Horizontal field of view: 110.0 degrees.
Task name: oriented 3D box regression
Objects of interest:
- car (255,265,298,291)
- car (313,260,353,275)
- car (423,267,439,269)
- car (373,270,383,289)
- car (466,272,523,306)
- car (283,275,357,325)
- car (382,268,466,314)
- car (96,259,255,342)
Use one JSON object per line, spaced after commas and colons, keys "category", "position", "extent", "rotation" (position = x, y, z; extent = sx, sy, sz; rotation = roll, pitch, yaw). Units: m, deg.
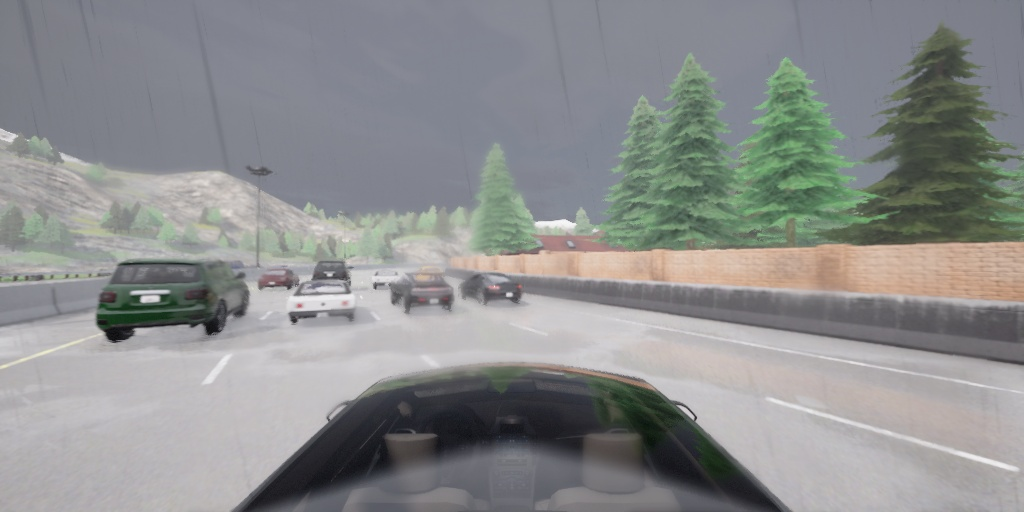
{"category": "car", "position": [-16.321, 1.612, 25.313], "extent": [1.812, 1.442, 4.674], "rotation": [0, -1, -21]}
{"category": "car", "position": [-12.488, 1.309, 25.107], "extent": [2.150, 2.045, 5.566], "rotation": [0, -1, -22]}
{"category": "car", "position": [-6.899, 1.640, 30.051], "extent": [1.882, 1.535, 5.008], "rotation": [0, -1, -21]}
{"category": "car", "position": [-9.456, 1.716, 26.958], "extent": [1.895, 1.301, 4.718], "rotation": [0, -1, -22]}
{"category": "car", "position": [-1.115, 1.504, 17.285], "extent": [1.812, 1.442, 4.674], "rotation": [0, -1, -27]}
{"category": "car", "position": [-6.645, 1.508, 12.700], "extent": [1.895, 1.301, 4.718], "rotation": [0, -1, -27]}
{"category": "car", "position": [-3.866, 1.434, 14.964], "extent": [2.128, 1.511, 4.902], "rotation": [0, -1, -27]}
{"category": "car", "position": [-9.497, 1.098, 10.588], "extent": [2.150, 2.045, 5.566], "rotation": [0, -1, -27]}
